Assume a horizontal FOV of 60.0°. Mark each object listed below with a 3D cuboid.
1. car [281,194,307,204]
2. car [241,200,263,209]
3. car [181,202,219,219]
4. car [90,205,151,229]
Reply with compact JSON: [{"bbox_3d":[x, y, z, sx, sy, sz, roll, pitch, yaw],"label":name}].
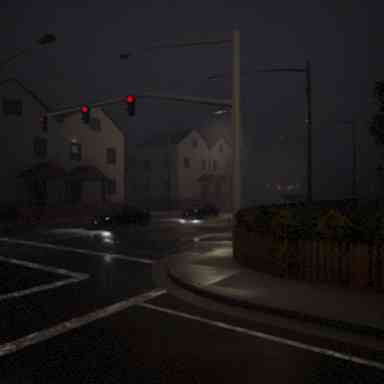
[{"bbox_3d":[13.144,1.333,42.464,2.150,2.045,5.566,-1,0,35],"label":"car"},{"bbox_3d":[6.903,1.688,39.924,2.033,1.411,5.357,-1,0,35],"label":"car"},{"bbox_3d":[0.897,1.666,31.268,1.812,1.442,4.674,-1,0,35],"label":"car"},{"bbox_3d":[-4.793,1.665,23.061,1.812,1.442,4.674,-1,0,35],"label":"car"}]
